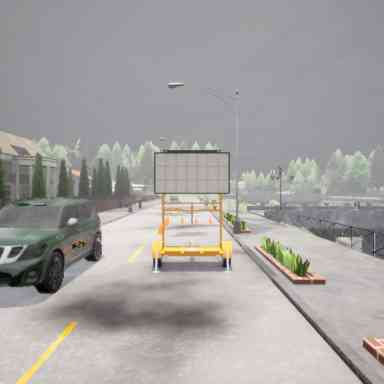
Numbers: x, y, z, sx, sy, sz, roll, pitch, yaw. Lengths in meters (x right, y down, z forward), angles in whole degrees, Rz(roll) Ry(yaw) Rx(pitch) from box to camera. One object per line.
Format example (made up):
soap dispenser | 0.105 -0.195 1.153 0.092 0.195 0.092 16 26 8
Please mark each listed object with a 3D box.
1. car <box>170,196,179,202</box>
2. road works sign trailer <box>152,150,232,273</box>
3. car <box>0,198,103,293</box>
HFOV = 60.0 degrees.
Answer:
car | -3.984 1.547 75.653 2.033 1.411 5.357 0 0 0
road works sign trailer | 0.003 0.464 10.659 2.380 3.560 2.880 0 0 0
car | -4.097 1.221 9.177 2.150 2.045 5.566 0 0 0
